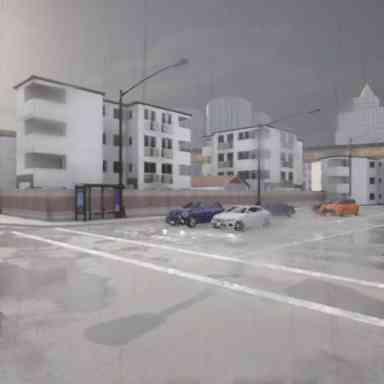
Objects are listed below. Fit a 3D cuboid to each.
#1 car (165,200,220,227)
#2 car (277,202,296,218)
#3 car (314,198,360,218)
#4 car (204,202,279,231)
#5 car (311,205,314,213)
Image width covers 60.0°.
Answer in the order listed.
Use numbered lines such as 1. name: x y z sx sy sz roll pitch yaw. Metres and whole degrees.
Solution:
1. car: 0.350 1.379 22.834 4.553 1.767 2.097 0 0 -44
2. car: 7.164 1.582 29.408 5.357 1.411 2.033 0 0 -44
3. car: 13.521 1.382 30.483 4.553 1.767 2.097 0 0 -42
4. car: 3.198 1.545 20.733 4.674 1.442 1.812 0 0 -44
5. car: 15.125 1.643 36.721 4.718 1.301 1.895 0 0 -40
